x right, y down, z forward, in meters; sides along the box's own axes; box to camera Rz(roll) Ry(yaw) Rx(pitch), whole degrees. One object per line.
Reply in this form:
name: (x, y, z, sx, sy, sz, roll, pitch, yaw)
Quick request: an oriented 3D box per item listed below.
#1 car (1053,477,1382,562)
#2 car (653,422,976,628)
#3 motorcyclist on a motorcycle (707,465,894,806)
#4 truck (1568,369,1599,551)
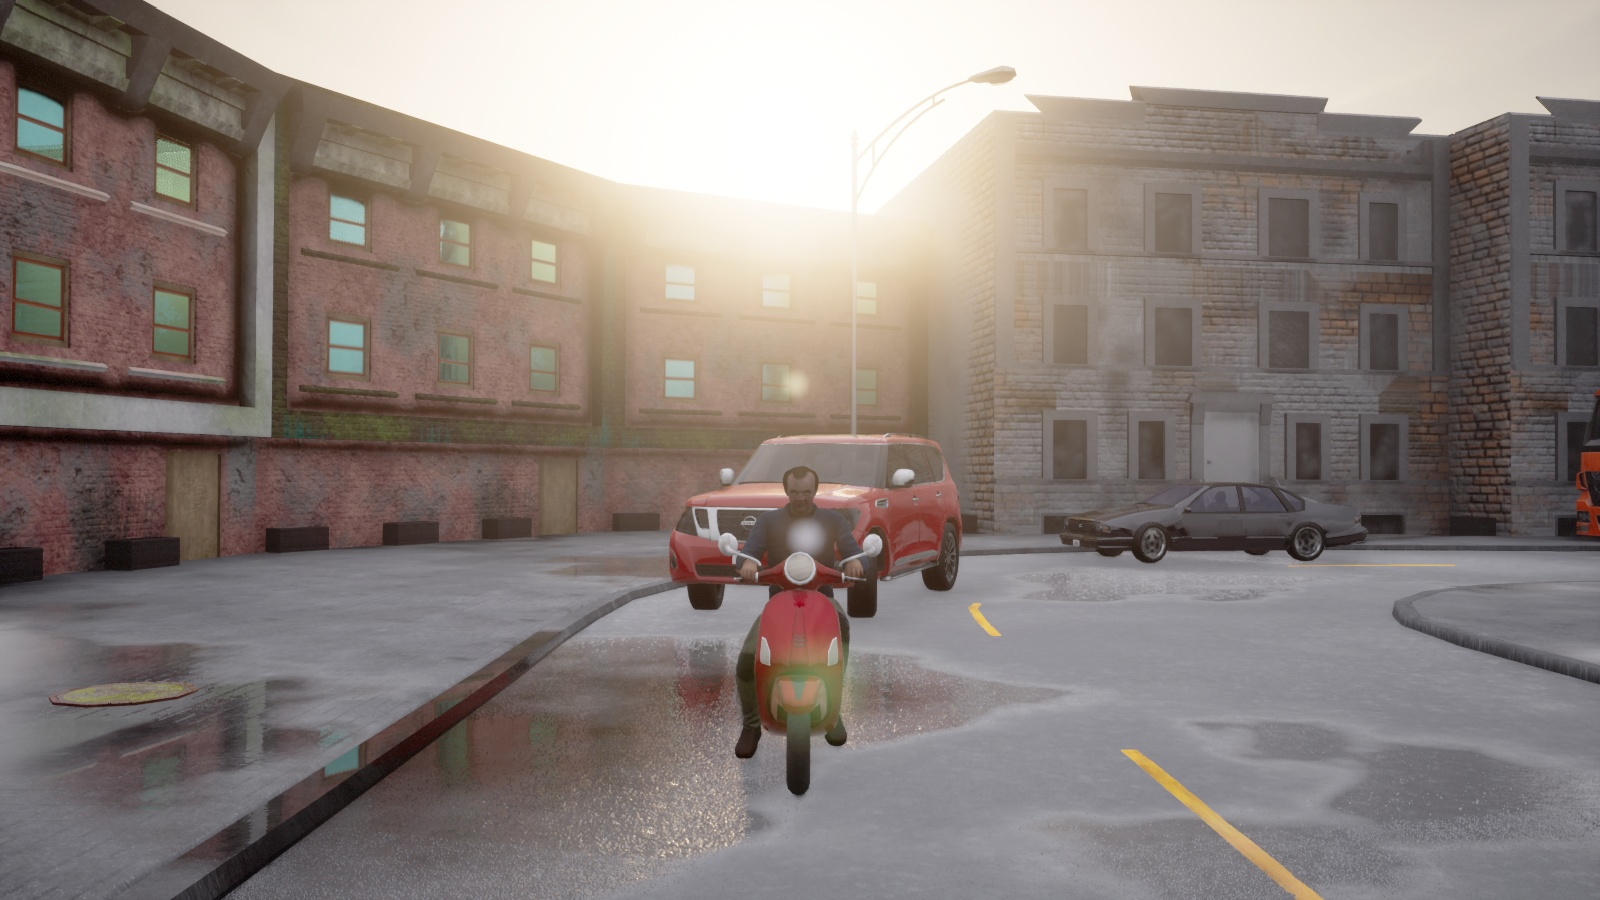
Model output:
car: (7.528, 1.216, 22.841, 5.357, 1.411, 2.033, 0, -1, -11)
car: (0.457, 0.792, 15.438, 2.150, 2.045, 5.566, -1, -1, 21)
motorcyclist on a motorcycle: (0.009, 0.882, 6.778, 0.866, 1.590, 1.817, 0, -1, 1)
truck: (19.180, 0.146, 23.393, 7.936, 3.462, 2.891, 0, -1, 0)
